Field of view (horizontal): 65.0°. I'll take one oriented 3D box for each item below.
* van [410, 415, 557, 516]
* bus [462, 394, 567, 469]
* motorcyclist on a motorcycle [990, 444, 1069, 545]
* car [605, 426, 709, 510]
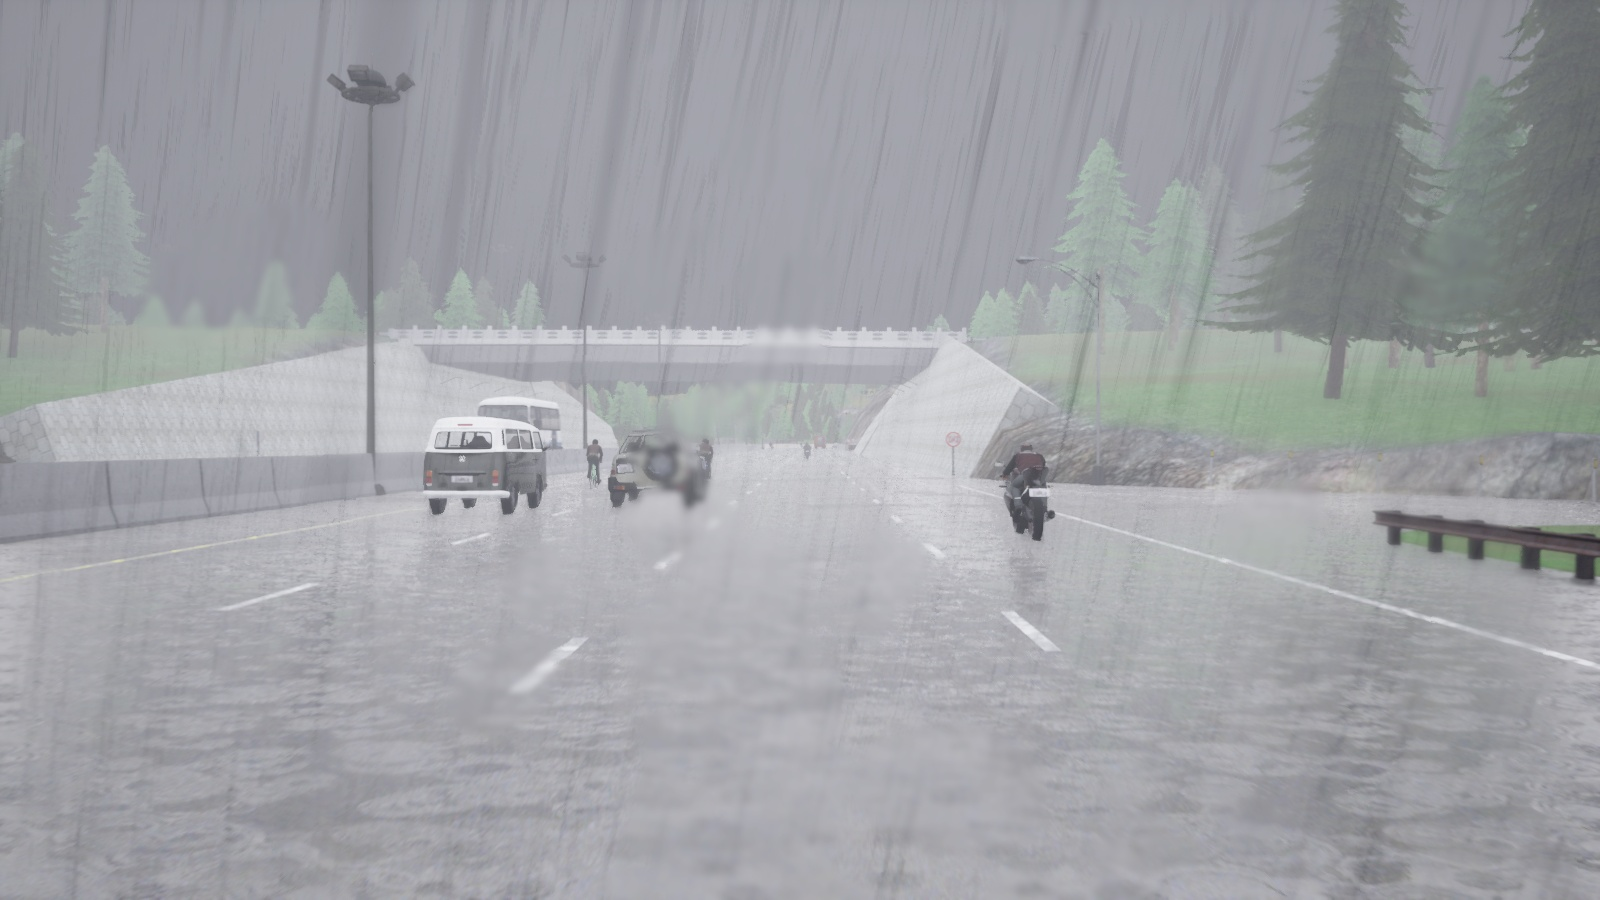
[{"bbox_3d":[-6.828,0.309,27.585,2.069,2.038,4.480,0,0,0],"label":"van"},{"bbox_3d":[-17.052,-1.071,75.840,3.944,4.253,10.273,0,0,0],"label":"bus"},{"bbox_3d":[3.630,0.671,20.075,0.866,1.530,2.191,0,0,0],"label":"motorcyclist on a motorcycle"},{"bbox_3d":[-3.314,0.391,29.987,1.932,1.855,4.605,0,0,0],"label":"car"}]
